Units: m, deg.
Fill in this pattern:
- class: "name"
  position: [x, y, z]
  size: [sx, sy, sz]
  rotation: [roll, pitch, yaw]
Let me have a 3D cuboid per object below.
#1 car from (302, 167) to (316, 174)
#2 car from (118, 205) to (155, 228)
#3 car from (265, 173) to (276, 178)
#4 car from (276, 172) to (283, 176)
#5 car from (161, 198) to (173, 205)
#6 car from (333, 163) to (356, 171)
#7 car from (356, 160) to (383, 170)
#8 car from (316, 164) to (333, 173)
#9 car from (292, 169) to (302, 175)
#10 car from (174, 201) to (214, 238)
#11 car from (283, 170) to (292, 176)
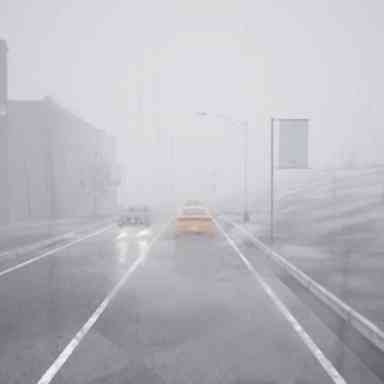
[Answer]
- class: "car"
  position: [22.454, -3.770, 60.265]
  size: [2.097, 1.535, 5.008]
  rotation: [0, 1, -4]
- class: "car"
  position: [-3.595, 1.558, 22.093]
  size: [1.994, 1.385, 4.181]
  rotation: [0, 0, 0]
- class: "car"
  position: [21.505, -4.302, 87.798]
  size: [2.185, 1.767, 4.553]
  rotation: [0, 1, -1]
- class: "car"
  position: [21.741, -4.045, 76.861]
  size: [2.231, 1.521, 4.892]
  rotation: [0, 1, -1]
- class: "car"
  position: [-4.848, 1.800, 63.575]
  size: [1.812, 1.442, 4.674]
  rotation: [0, -1, -10]
- class: "car"
  position: [23.541, -3.534, 49.068]
  size: [2.163, 1.488, 4.792]
  rotation: [0, 1, -6]
- class: "car"
  position: [24.242, -3.423, 43.594]
  size: [2.002, 1.452, 4.674]
  rotation: [0, 1, -7]
- class: "car"
  position: [22.921, -3.794, 54.759]
  size: [2.185, 1.767, 4.553]
  rotation: [0, 1, -5]
- class: "car"
  position: [22.102, -3.831, 65.802]
  size: [2.002, 1.452, 4.674]
  rotation: [0, 1, -2]
- class: "car"
  position: [0.102, 1.473, 17.598]
  size: [1.882, 1.535, 5.008]
  rotation: [0, 0, 0]
- class: "car"
  position: [21.869, -3.967, 71.343]
  size: [2.231, 1.521, 4.892]
  rotation: [0, 1, -1]
